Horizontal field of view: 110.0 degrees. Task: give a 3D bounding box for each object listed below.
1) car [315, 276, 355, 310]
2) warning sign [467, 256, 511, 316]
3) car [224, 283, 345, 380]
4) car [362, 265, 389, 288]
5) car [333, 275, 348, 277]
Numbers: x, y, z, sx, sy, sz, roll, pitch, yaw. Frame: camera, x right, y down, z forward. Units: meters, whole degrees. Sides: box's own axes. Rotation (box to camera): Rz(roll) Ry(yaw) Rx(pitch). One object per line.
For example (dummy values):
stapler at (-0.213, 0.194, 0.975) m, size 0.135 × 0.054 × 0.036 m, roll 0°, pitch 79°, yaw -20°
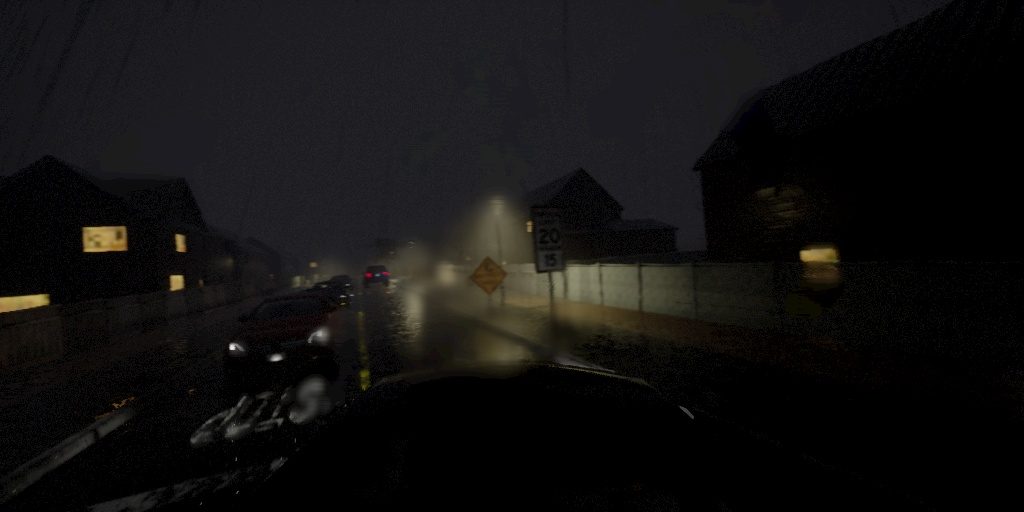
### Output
car at (-9.164, 1.977, 17.921) m, size 1.994 × 1.385 × 4.181 m, roll -4°, pitch 0°, yaw -23°
warning sign at (-0.644, 0.908, 11.675) m, size 1.300 × 1.860 × 1.060 m, roll 0°, pitch 0°, yaw -23°
car at (-5.225, 1.645, 8.672) m, size 1.812 × 1.442 × 4.674 m, roll -4°, pitch 0°, yaw -23°
car at (-13.457, 1.985, 35.407) m, size 2.150 × 2.045 × 5.566 m, roll -4°, pitch -1°, yaw -24°
car at (-14.203, 2.330, 29.760) m, size 1.812 × 1.442 × 4.674 m, roll -4°, pitch 0°, yaw -23°
